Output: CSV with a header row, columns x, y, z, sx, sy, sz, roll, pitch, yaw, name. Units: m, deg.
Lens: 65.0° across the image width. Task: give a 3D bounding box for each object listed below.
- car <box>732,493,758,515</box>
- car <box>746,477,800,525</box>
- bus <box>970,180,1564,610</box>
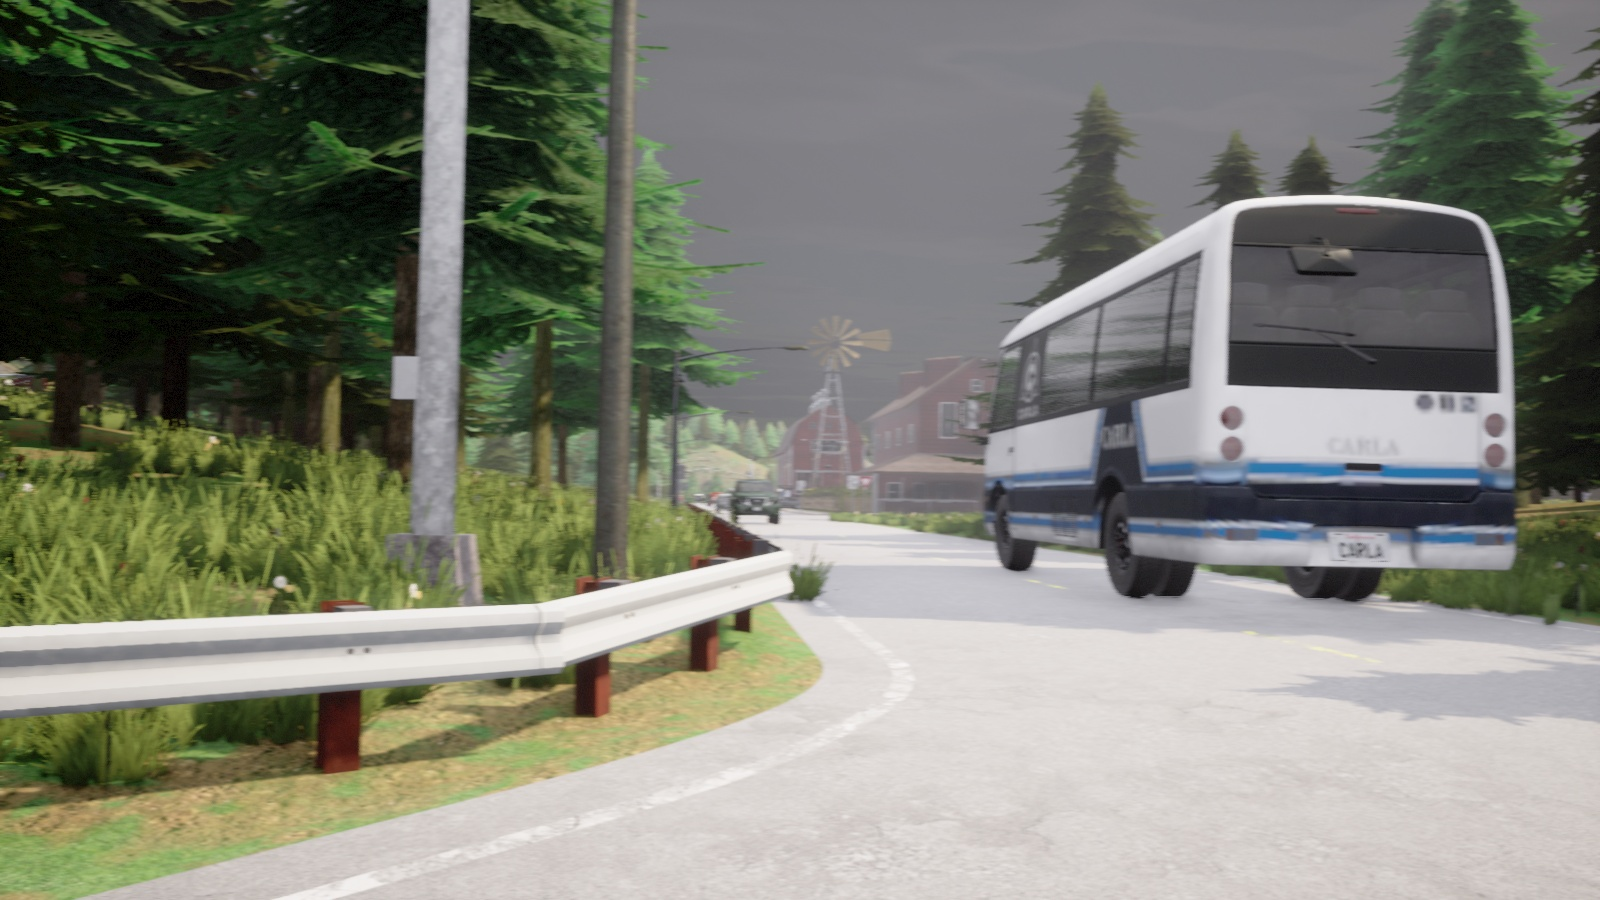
x,y,z,sx,sy,sz,roll,pitch,yaw,name
-4.103,3.984,92.622,1.789,1.549,3.705,0,-2,-5,car
-1.288,2.320,57.231,2.150,2.045,5.566,0,-2,-5,car
5.351,-0.341,17.623,3.944,4.253,10.273,0,-2,-4,bus
